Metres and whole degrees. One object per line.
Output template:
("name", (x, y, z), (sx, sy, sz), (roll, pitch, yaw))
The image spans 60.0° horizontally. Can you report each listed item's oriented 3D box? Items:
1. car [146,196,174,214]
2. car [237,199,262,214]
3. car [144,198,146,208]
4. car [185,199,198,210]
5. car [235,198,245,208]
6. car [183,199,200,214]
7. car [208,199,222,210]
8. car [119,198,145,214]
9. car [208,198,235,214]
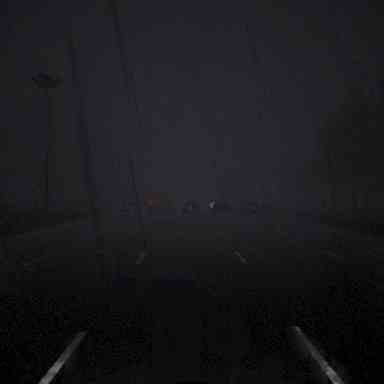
("car", (-3.600, 1.451, 38.410), (2.150, 2.045, 5.566), (0, 0, 0))
("car", (6.900, 1.797, 38.978), (1.994, 1.385, 4.181), (0, 0, 0))
("car", (-7.127, 1.645, 48.929), (2.097, 1.767, 4.553), (0, 0, 0))
("car", (-0.125, 1.799, 49.175), (1.837, 1.490, 4.892), (0, 0, 0))
("car", (6.874, 1.645, 48.954), (2.097, 1.767, 4.553), (0, 0, 0))
("car", (-0.097, 1.798, 39.169), (1.994, 1.385, 4.181), (0, 0, 0))
("car", (3.374, 1.819, 49.012), (1.812, 1.442, 4.674), (0, 0, 0))
("car", (-7.100, 1.777, 38.338), (2.033, 1.411, 5.357), (0, 0, 0))
("car", (3.402, 1.724, 38.798), (2.128, 1.511, 4.902), (0, 0, 0))
